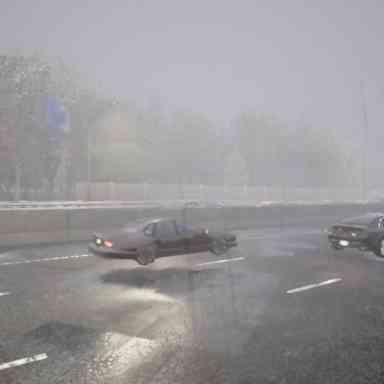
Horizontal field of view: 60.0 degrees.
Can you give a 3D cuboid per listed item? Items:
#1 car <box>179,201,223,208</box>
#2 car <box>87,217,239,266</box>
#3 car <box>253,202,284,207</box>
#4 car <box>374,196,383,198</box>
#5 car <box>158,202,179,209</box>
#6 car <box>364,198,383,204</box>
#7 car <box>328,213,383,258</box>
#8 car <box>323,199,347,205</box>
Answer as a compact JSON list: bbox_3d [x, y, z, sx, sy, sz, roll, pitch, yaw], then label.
[{"bbox_3d":[1.311,1.704,30.725,4.181,1.385,1.994,1,0,-35],"label":"car"},{"bbox_3d":[-0.831,1.590,11.754,5.357,1.411,2.033,1,0,-35],"label":"car"},{"bbox_3d":[6.739,1.653,30.299,5.008,1.535,1.882,1,0,-35],"label":"car"},{"bbox_3d":[32.287,1.743,57.034,5.566,2.045,2.150,1,0,-35],"label":"car"},{"bbox_3d":[-0.617,1.646,33.650,4.892,1.490,1.837,1,0,-35],"label":"car"},{"bbox_3d":[26.298,1.981,48.464,4.181,1.385,1.994,0,0,-35],"label":"car"},{"bbox_3d":[7.441,1.606,13.361,4.892,1.490,1.837,1,0,-36],"label":"car"},{"bbox_3d":[23.662,1.916,55.180,5.008,1.535,1.882,-1,1,-35],"label":"car"}]
